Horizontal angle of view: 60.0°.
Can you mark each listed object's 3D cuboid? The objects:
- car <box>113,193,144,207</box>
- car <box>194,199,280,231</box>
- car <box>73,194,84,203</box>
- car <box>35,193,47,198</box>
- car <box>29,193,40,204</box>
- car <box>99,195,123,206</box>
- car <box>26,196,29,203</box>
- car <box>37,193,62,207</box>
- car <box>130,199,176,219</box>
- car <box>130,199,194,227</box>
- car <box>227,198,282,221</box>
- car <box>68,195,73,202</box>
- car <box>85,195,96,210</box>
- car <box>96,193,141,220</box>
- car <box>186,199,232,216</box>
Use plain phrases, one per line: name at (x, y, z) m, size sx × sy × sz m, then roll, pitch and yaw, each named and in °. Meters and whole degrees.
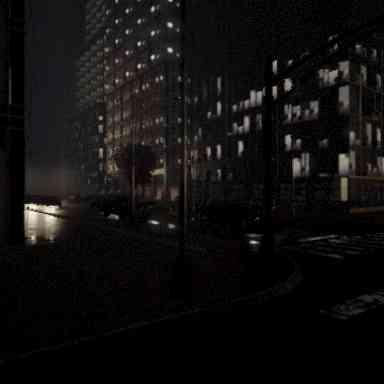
car at (-8.667, 1.031, 44.857) m, size 2.192 × 1.841 × 5.009 m, roll 0°, pitch 0°, yaw -36°
car at (2.566, 1.354, 19.891) m, size 1.882 × 1.535 × 5.008 m, roll 0°, pitch 0°, yaw -38°
car at (-18.781, 1.153, 58.552) m, size 2.008 × 1.369 × 4.403 m, roll 1°, pitch 0°, yaw -36°
car at (-39.008, 0.905, 85.943) m, size 1.947 × 1.339 × 4.313 m, roll 1°, pitch 0°, yaw -36°
car at (-22.156, 1.190, 49.014) m, size 2.008 × 1.369 × 4.403 m, roll 0°, pitch 0°, yaw -36°
car at (-12.141, 1.204, 49.559) m, size 1.752 × 1.417 × 4.829 m, roll 0°, pitch 0°, yaw -36°
car at (-25.527, 1.151, 53.579) m, size 2.008 × 1.369 × 4.403 m, roll 1°, pitch 0°, yaw -36°
car at (-18.785, 1.222, 44.448) m, size 1.887 × 1.381 × 4.507 m, roll 0°, pitch 0°, yaw -36°
car at (-3.362, 1.345, 27.910) m, size 1.812 × 1.442 × 4.674 m, roll 0°, pitch 0°, yaw -36°
car at (-1.930, 1.379, 21.405) m, size 1.752 × 1.417 × 4.829 m, roll 0°, pitch 0°, yaw -36°
car at (4.920, 1.295, 26.673) m, size 1.967 × 1.590 × 4.097 m, roll 0°, pitch 0°, yaw -36°
car at (-22.254, 1.085, 63.255) m, size 1.752 × 1.417 × 4.829 m, roll 1°, pitch 0°, yaw -36°
car at (-9.542, 1.247, 36.303) m, size 2.128 × 1.511 × 4.902 m, roll 0°, pitch 0°, yaw -36°
car at (-5.378, 1.135, 26.127) m, size 2.192 × 1.841 × 5.009 m, roll 0°, pitch 0°, yaw -36°
car at (1.522, 1.372, 31.223) m, size 2.008 × 1.369 × 4.403 m, roll 0°, pitch 0°, yaw -36°
